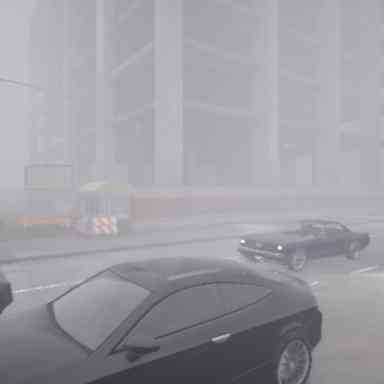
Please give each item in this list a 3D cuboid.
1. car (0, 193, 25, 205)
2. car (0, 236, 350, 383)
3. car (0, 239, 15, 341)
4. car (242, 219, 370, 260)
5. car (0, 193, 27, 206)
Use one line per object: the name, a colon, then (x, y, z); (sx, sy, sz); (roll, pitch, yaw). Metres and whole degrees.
car: (-28.988, 1.102, 53.141); (3.866, 1.878, 1.905); (0, 0, -36)
car: (-0.448, 1.523, 3.643); (4.674, 1.442, 1.812); (0, 0, -35)
car: (-5.213, 1.603, 4.558); (4.718, 1.301, 1.895); (0, 0, -35)
car: (3.724, 1.588, 10.849); (4.718, 1.301, 1.895); (0, 0, -35)
car: (-27.264, 1.102, 50.758); (3.866, 1.878, 1.905); (0, 0, -36)
